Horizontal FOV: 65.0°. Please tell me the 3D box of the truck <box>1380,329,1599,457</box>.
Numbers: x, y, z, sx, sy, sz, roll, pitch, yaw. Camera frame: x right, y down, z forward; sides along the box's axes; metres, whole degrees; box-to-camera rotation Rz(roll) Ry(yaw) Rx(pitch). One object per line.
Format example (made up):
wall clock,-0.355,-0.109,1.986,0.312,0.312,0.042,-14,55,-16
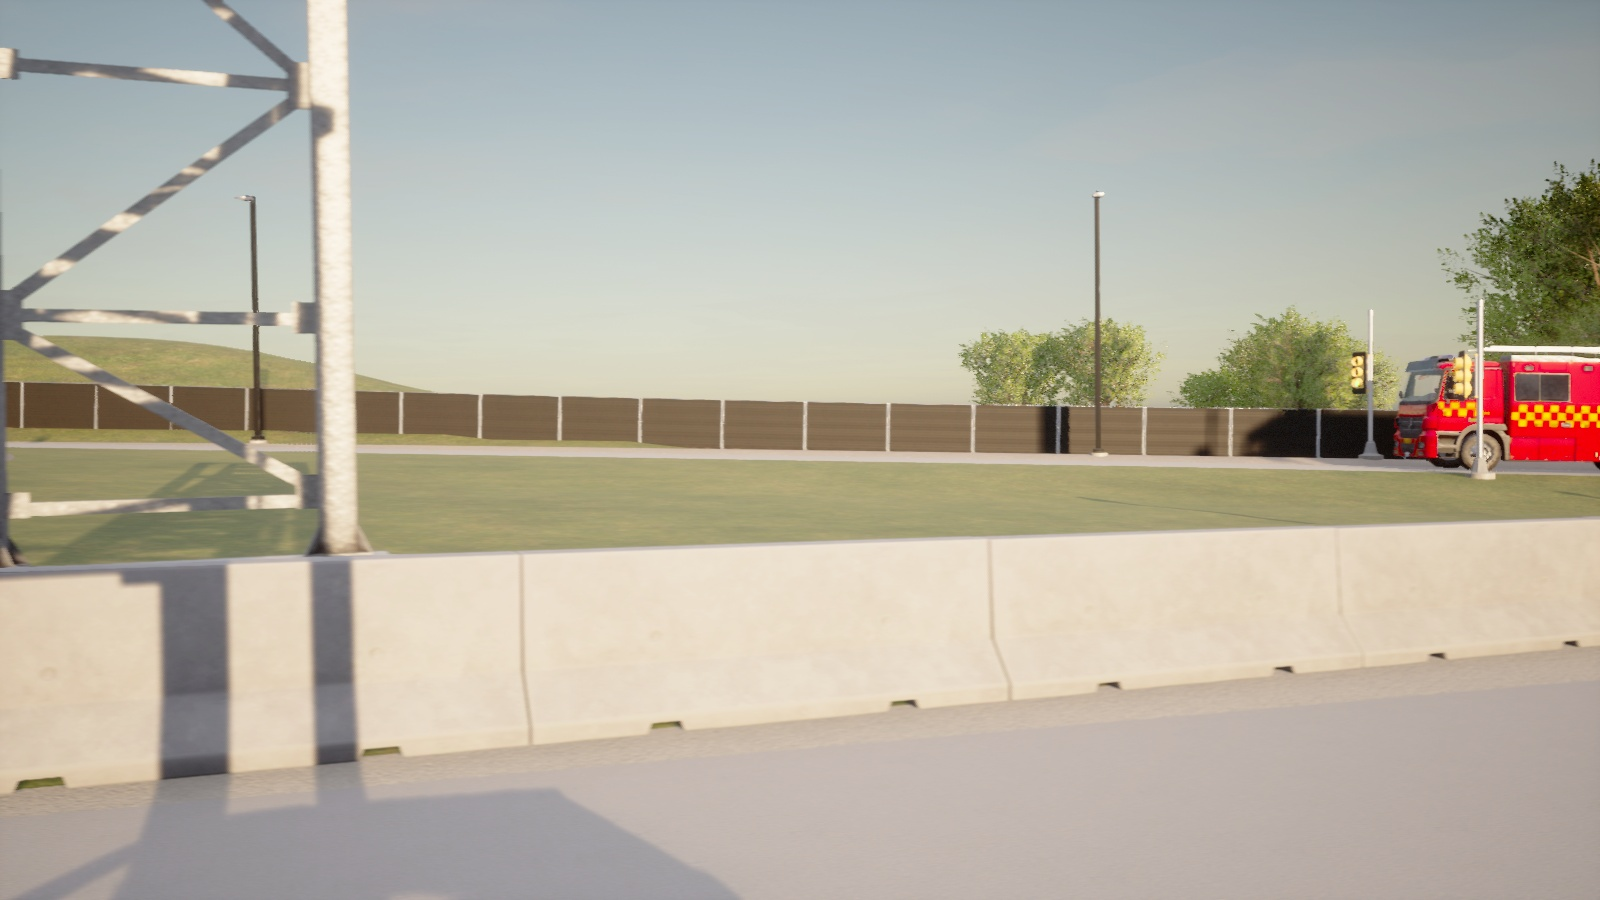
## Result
truck,22.894,-1.730,38.875,8.468,3.827,2.891,0,2,6
